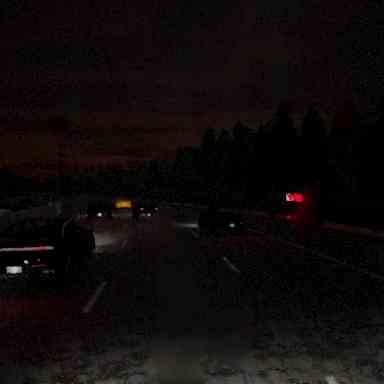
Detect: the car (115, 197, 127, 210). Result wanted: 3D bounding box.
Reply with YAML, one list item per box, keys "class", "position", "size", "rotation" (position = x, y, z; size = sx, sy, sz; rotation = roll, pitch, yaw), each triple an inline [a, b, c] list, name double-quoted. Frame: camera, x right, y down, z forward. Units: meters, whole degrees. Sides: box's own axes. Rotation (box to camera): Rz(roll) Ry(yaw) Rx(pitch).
- class: "car"
  position: [-8.935, 1.384, 42.051]
  size: [1.882, 1.535, 5.008]
  rotation: [0, 0, -20]

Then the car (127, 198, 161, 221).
- class: "car"
  position: [-3.691, 1.428, 26.246]
  size: [2.128, 1.511, 4.902]
  rotation: [0, 0, -15]

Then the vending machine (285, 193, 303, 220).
- class: "vending machine"
  position: [8.110, 1.103, 26.416]
  size: [1.100, 2.100, 0.880]
  rotation: [0, 0, -14]

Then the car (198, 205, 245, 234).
- class: "car"
  position: [1.592, 1.470, 18.871]
  size: [1.812, 1.442, 4.674]
  rotation: [0, 0, -10]

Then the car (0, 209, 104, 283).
- class: "car"
  position: [-4.130, 1.475, 9.683]
  size: [2.128, 1.511, 4.902]
  rotation: [0, 0, -6]

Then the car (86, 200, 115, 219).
- class: "car"
  position: [-7.695, 1.447, 27.685]
  size: [1.837, 1.490, 4.892]
  rotation: [0, 0, -16]
